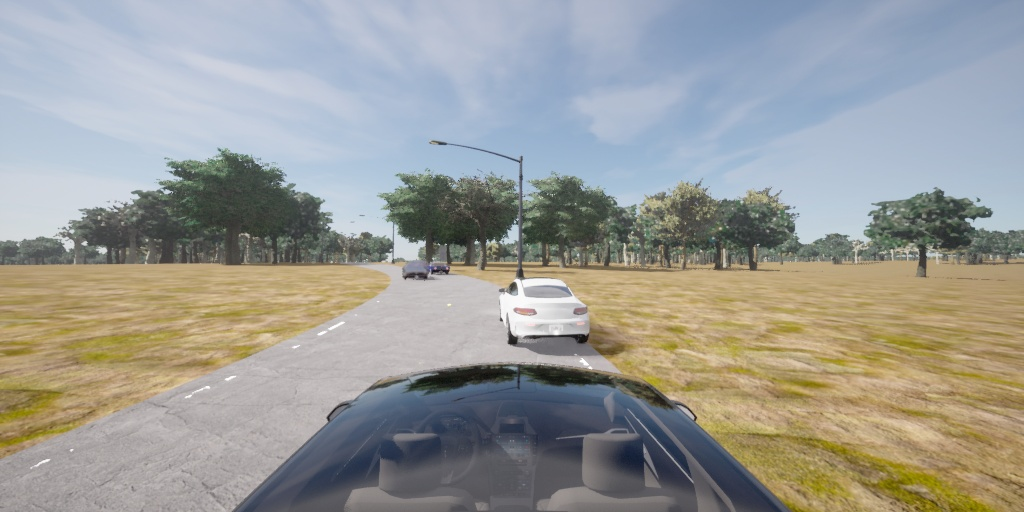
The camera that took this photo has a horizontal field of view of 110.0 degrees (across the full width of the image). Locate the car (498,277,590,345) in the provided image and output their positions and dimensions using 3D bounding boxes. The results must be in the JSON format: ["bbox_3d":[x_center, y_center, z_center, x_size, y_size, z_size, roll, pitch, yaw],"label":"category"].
[{"bbox_3d":[0.667,1.278,9.479,1.812,1.442,4.674,0,0,-5],"label":"car"}]

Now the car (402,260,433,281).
[{"bbox_3d":[-8.044,1.214,29.585,2.033,1.411,5.357,1,0,-19],"label":"car"}]

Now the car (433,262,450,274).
[{"bbox_3d":[-7.988,1.253,37.925,1.895,1.301,4.718,1,0,-24],"label":"car"}]
